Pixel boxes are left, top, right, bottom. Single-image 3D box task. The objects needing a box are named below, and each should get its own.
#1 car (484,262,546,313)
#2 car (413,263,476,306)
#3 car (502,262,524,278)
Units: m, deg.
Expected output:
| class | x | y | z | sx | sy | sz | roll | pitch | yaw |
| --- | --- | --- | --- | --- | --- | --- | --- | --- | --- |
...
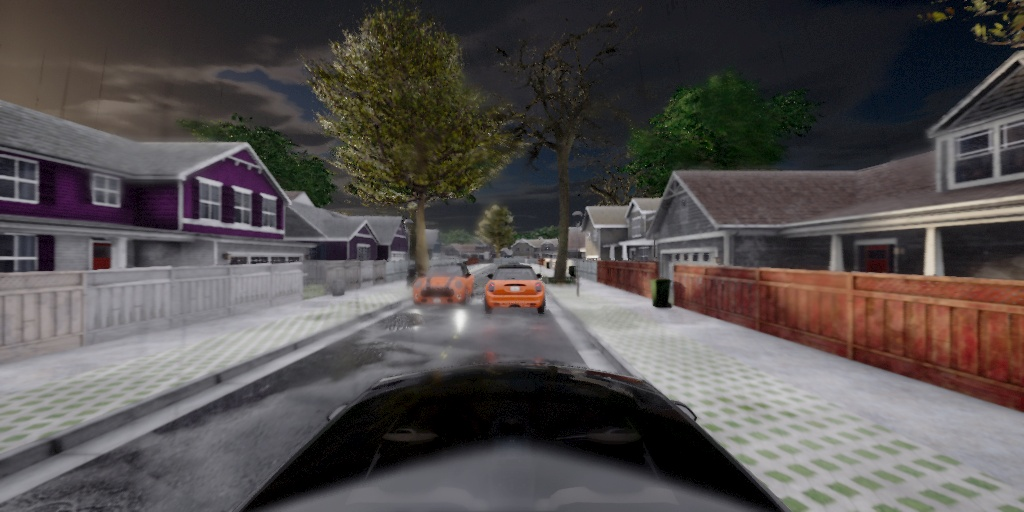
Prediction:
| class | x | y | z | sx | sy | sz | roll | pitch | yaw |
| --- | --- | --- | --- | --- | --- | --- | --- | --- | --- |
| car | 0.102 | 1.111 | 14.060 | 2.097 | 1.767 | 4.553 | 0 | 0 | 0 |
| car | -2.842 | 1.113 | 15.835 | 2.097 | 1.767 | 4.553 | 0 | 0 | 0 |
| car | 0.112 | 1.346 | 36.343 | 2.033 | 1.411 | 5.357 | 0 | 0 | 0 |
